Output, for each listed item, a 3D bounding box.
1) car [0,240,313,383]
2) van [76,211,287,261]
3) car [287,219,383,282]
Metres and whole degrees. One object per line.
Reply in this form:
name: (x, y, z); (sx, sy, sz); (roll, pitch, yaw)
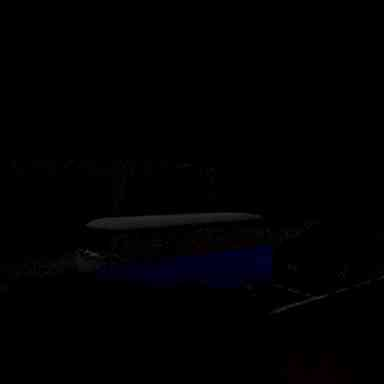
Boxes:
car: (-1.541, 1.478, 2.303); (5.008, 1.535, 1.882); (-1, 0, -35)
van: (-0.243, 1.310, 6.332); (3.998, 1.788, 1.690); (-1, 0, -35)
car: (4.278, 1.484, 9.470); (4.313, 1.339, 1.947); (-1, 0, -35)
